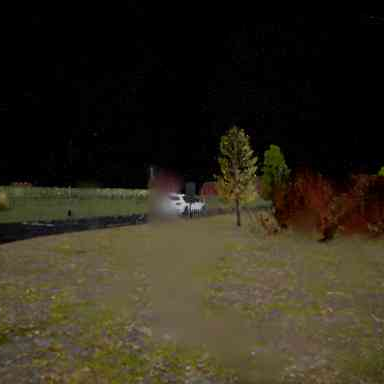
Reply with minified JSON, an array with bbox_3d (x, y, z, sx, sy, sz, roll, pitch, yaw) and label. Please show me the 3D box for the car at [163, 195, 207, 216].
[{"bbox_3d":[-0.617,1.287,32.826,2.150,2.045,5.566,-1,-1,31],"label":"car"}]
